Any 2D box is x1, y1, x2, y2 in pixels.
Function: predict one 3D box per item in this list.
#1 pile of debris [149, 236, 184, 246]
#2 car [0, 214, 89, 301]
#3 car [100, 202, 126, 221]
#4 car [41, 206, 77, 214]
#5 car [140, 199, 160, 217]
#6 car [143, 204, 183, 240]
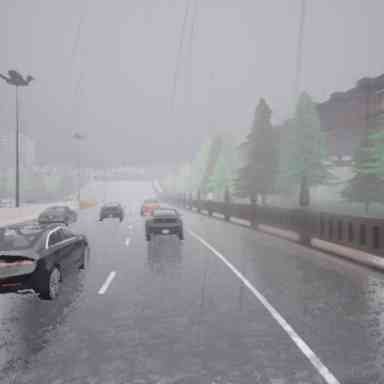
[{"bbox_3d":[-1.214,2.257,15.426,1.500,0.140,1.860,0,0,-9],"label":"pile of debris"},{"bbox_3d":[-3.936,1.554,8.376,2.128,1.511,4.902,0,0,-5],"label":"car"},{"bbox_3d":[-6.856,1.682,28.880,1.837,1.490,4.892,0,-1,-9],"label":"car"},{"bbox_3d":[-9.621,1.717,24.164,2.033,1.411,5.357,0,0,-9],"label":"car"},{"bbox_3d":[-4.604,1.557,36.820,2.097,1.767,4.553,0,0,-9],"label":"car"},{"bbox_3d":[-1.572,1.599,17.784,1.837,1.490,4.892,0,-1,-8],"label":"car"}]
